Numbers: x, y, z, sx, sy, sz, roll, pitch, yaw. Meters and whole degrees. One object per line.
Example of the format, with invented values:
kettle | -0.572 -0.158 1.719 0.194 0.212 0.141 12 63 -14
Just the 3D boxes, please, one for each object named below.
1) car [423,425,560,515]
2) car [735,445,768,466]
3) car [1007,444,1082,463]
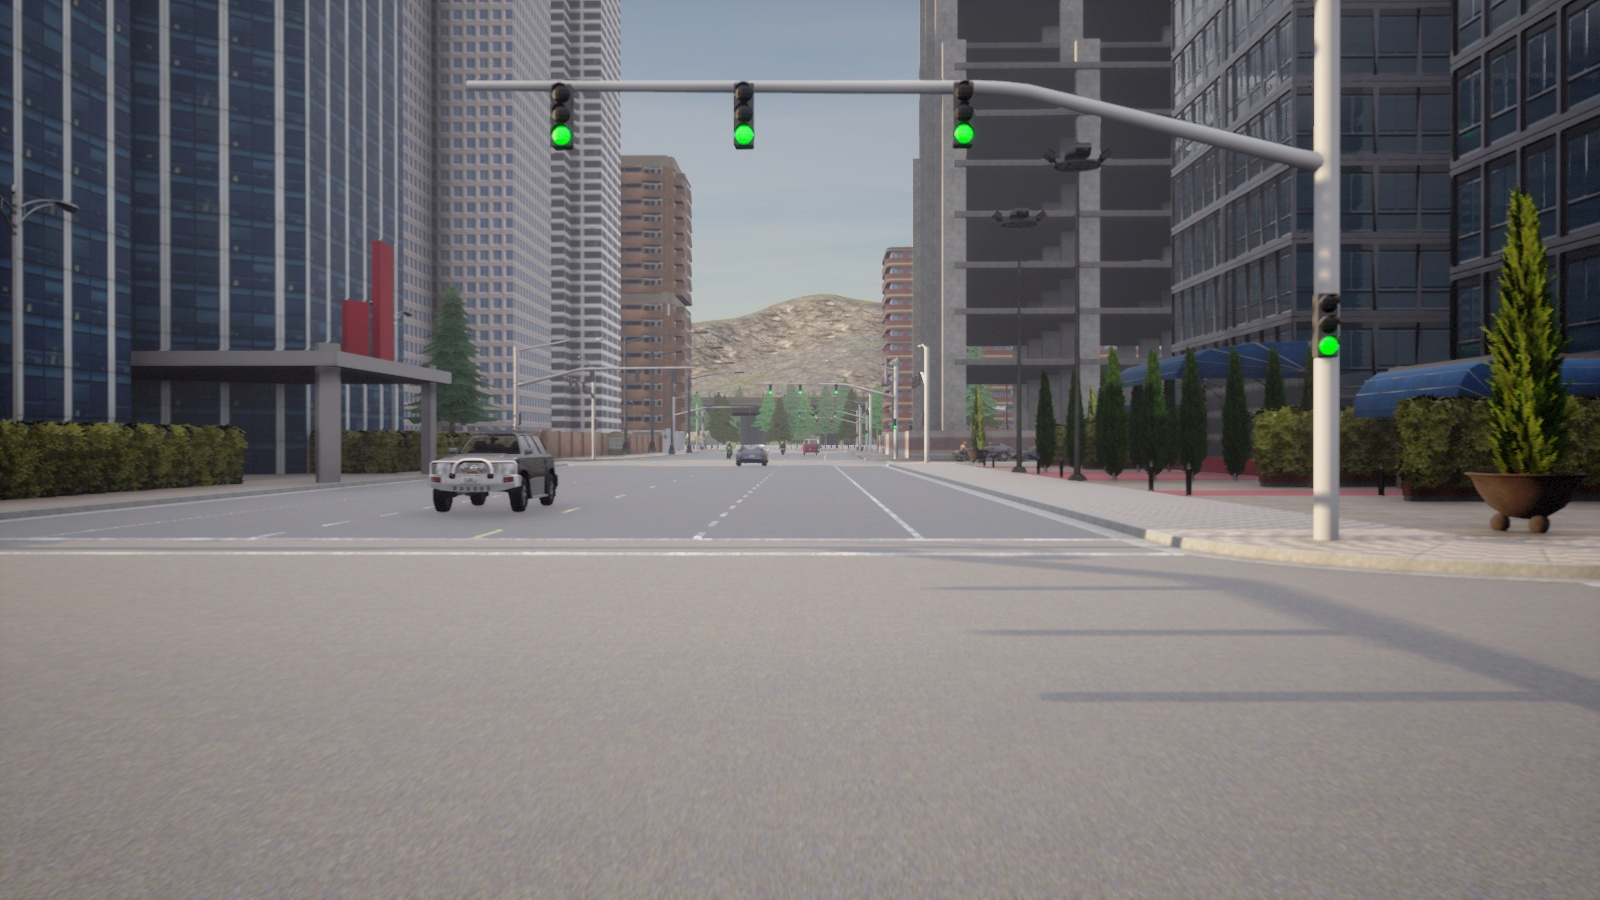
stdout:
car | -6.820 0.399 28.277 1.932 1.855 4.605 0 0 1
car | -3.231 0.343 82.478 1.994 1.385 4.181 0 0 -4
car | 18.600 0.269 95.737 5.357 1.411 2.033 0 0 1
